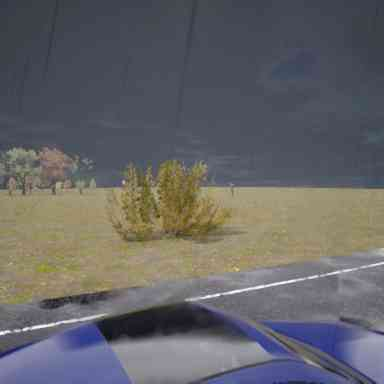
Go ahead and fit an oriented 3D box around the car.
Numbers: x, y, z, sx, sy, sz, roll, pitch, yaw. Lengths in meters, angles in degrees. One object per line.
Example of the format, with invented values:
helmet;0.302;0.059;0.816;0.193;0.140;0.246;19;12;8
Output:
car;0.107;1.525;2.110;4.674;1.442;1.812;0;0;-29
